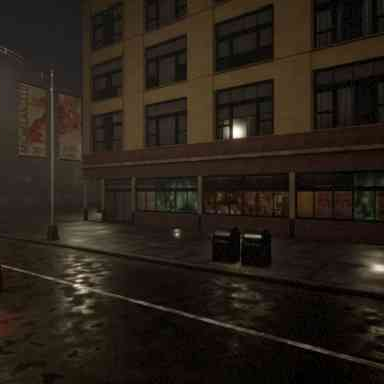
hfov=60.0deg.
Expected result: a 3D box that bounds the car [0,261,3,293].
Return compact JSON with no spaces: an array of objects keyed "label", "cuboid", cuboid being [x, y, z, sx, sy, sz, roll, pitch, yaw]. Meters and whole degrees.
[{"label":"car","cuboid":[-5.819,1.564,7.715,1.994,1.385,4.181,0,0,-40]}]
